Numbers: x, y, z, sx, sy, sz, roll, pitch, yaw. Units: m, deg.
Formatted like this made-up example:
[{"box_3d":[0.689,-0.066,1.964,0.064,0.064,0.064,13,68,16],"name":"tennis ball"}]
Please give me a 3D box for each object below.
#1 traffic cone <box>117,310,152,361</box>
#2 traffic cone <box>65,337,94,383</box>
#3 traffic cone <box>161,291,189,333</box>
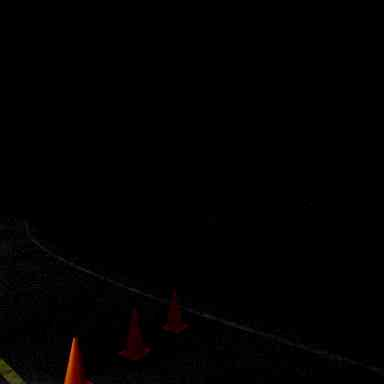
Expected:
[{"box_3d":[-0.795,1.938,4.610,0.340,0.580,0.340,1,1,31],"name":"traffic cone"},{"box_3d":[-1.313,1.945,3.759,0.340,0.580,0.340,1,1,31],"name":"traffic cone"},{"box_3d":[-0.276,1.931,5.460,0.340,0.580,0.340,1,1,31],"name":"traffic cone"}]
